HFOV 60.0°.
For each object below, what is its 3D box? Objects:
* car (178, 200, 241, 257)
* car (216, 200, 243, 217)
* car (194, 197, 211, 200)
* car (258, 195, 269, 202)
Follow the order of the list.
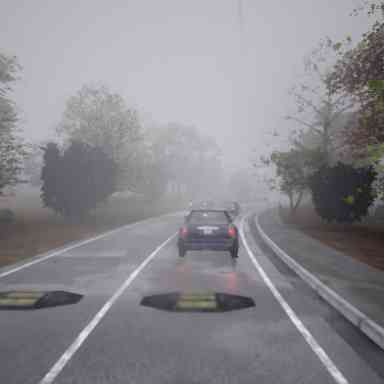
[{"bbox_3d":[0.689,1.356,13.272,2.097,1.767,4.553,0,0,4],"label":"car"},{"bbox_3d":[3.817,1.586,33.177,2.033,1.411,5.357,1,0,13],"label":"car"},{"bbox_3d":[1.080,1.322,37.103,2.097,1.767,4.553,1,0,15],"label":"car"},{"bbox_3d":[16.121,1.357,74.844,1.837,1.490,4.892,2,1,25],"label":"car"}]
